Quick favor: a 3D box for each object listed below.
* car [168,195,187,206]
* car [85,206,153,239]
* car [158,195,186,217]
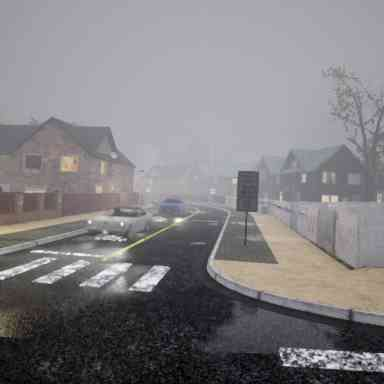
[{"bbox_3d":[-2.190,1.271,49.659,1.837,1.490,4.892,2,0,-15],"label":"car"},{"bbox_3d":[-3.388,1.406,16.333,1.895,1.301,4.718,3,0,8],"label":"car"},{"bbox_3d":[-1.648,1.271,29.619,1.882,1.535,5.008,3,1,6],"label":"car"}]
